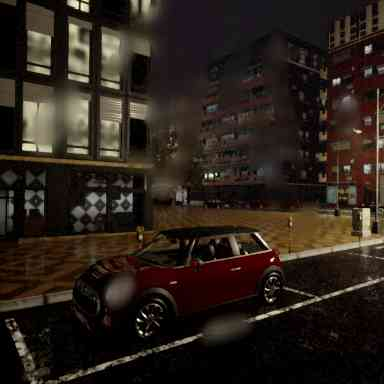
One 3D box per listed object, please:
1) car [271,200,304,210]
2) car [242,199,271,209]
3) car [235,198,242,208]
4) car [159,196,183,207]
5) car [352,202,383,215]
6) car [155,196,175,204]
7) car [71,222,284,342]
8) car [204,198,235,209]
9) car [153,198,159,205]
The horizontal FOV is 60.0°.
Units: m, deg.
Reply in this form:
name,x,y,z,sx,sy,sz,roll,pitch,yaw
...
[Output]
name,x,y,z,sx,sy,sz,roll,pitch,yaw
car,13.475,1.806,46.026,1.802,1.307,4.206,1,-1,-35
car,10.209,1.799,50.662,1.887,1.381,4.507,1,-1,-35
car,6.943,1.725,55.298,1.967,1.590,4.097,1,-1,-35
car,-3.177,1.732,55.110,1.887,1.381,4.507,1,-1,-35
car,20.007,1.730,36.755,1.947,1.339,4.313,1,-1,-35
car,-6.121,1.724,73.842,2.192,1.841,5.009,1,-1,-35
car,-0.151,1.441,6.430,4.097,1.590,1.967,0,1,-35
car,3.355,1.677,45.839,2.008,1.369,4.403,1,-1,-35
car,-6.443,1.763,59.746,1.887,1.381,4.507,1,-1,-35
